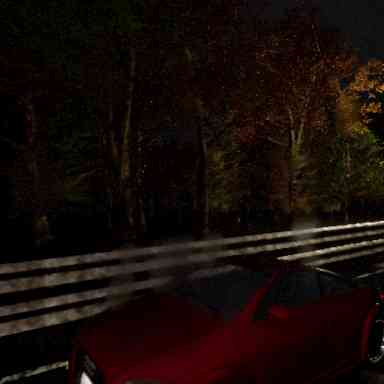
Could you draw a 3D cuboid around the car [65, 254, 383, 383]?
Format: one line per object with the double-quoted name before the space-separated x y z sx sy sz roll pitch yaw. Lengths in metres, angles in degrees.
"car" 0.673 1.552 4.162 4.181 1.385 1.994 0 0 -35
